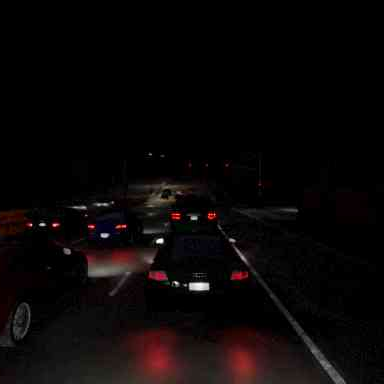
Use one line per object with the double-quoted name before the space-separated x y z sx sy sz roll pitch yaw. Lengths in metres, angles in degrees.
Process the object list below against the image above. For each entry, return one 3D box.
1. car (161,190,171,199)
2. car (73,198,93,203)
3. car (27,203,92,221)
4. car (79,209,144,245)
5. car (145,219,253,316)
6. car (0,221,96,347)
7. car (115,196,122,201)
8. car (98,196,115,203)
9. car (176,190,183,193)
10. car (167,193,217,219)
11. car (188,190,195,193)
"car" -7.161 1.070 87.097 1.812 1.442 4.674 0 3 0
"car" -17.620 1.601 53.893 1.895 1.301 4.718 0 0 0
"car" -6.902 1.547 17.756 2.033 1.411 5.357 0 0 -1
"car" -3.410 1.526 15.305 1.812 1.442 4.674 0 0 0
"car" 0.101 1.564 7.618 1.994 1.385 4.181 0 0 -1
"car" -3.409 1.526 6.175 1.812 1.442 4.674 0 0 0
"car" -17.602 1.524 77.516 1.895 1.301 4.718 0 1 0
"car" -17.546 1.601 67.352 1.895 1.301 4.718 0 0 0
"car" -3.661 1.070 87.119 1.812 1.442 4.674 0 3 0
"car" 0.089 1.221 17.022 2.150 2.045 5.566 0 0 0
"car" -0.163 1.000 87.528 1.882 1.535 5.008 0 3 0
